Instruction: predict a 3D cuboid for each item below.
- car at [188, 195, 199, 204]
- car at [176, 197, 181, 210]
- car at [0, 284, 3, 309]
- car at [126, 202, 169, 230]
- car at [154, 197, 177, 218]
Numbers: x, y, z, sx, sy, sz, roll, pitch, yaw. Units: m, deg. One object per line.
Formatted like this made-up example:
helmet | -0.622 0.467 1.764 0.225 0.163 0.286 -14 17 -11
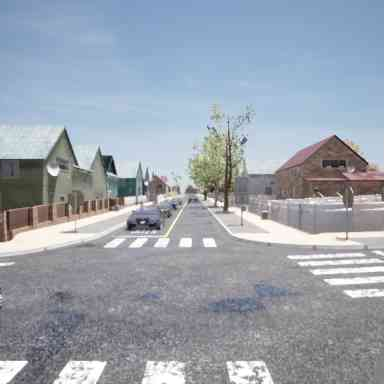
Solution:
car | 0.268 1.348 65.452 2.097 1.767 4.553 0 0 1
car | -2.733 1.605 40.727 1.895 1.301 4.718 0 0 0
car | -5.593 1.554 5.995 4.892 1.490 1.837 -2 -2 25
car | -2.813 1.568 21.109 1.994 1.385 4.181 0 0 1
car | -2.766 1.497 30.290 2.128 1.511 4.902 0 0 0
